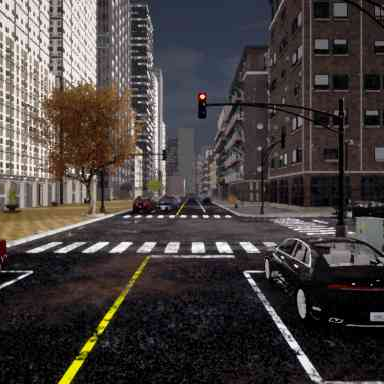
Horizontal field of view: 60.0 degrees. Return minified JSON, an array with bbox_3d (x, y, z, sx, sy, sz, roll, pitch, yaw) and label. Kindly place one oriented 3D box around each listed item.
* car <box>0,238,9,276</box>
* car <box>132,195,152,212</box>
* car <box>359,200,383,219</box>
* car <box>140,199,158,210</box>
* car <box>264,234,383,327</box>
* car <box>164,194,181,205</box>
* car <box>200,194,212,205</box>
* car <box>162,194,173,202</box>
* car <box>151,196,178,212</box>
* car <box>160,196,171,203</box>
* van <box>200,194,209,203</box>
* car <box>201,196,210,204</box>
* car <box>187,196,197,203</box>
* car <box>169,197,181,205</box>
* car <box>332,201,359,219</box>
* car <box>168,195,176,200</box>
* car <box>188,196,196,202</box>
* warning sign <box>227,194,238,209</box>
[{"bbox_3d":[-5.695,1.545,6.942,1.887,1.381,4.507,0,0,0],"label":"car"},{"bbox_3d":[-5.709,1.336,39.330,2.192,1.841,5.009,0,0,0],"label":"car"},{"bbox_3d":[14.727,1.345,23.789,4.181,1.385,1.994,-1,0,-1],"label":"car"},{"bbox_3d":[-5.710,1.592,44.853,1.947,1.339,4.313,0,0,0],"label":"car"},{"bbox_3d":[2.685,1.551,6.945,2.008,1.369,4.403,0,0,0],"label":"car"},{"bbox_3d":[-3.116,1.382,48.386,2.097,1.767,4.553,0,0,0],"label":"car"},{"bbox_3d":[2.664,1.611,61.424,1.947,1.339,4.313,0,0,0],"label":"car"},{"bbox_3d":[-5.724,1.386,77.990,2.192,1.841,5.009,0,0,0],"label":"car"},{"bbox_3d":[-3.116,1.512,38.508,2.128,1.511,4.902,0,0,0],"label":"car"},{"bbox_3d":[-5.722,1.627,72.467,1.947,1.339,4.313,0,0,0],"label":"car"},{"bbox_3d":[2.659,1.402,72.471,1.690,1.788,3.998,0,0,0],"label":"van"},{"bbox_3d":[2.662,1.578,67.117,1.752,1.417,4.829,0,0,0],"label":"car"},{"bbox_3d":[0.068,1.619,68.938,1.994,1.385,4.181,0,0,0],"label":"car"},{"bbox_3d":[-3.090,1.646,61.773,1.895,1.301,4.718,0,0,0],"label":"car"},{"bbox_3d":[13.414,1.350,26.355,4.403,1.369,2.008,-1,1,-1],"label":"car"},{"bbox_3d":[-5.730,1.654,94.558,2.008,1.369,4.403,0,0,0],"label":"car"},{"bbox_3d":[-0.032,1.625,78.883,1.994,1.385,4.181,0,0,0],"label":"car"},{"bbox_3d":[5.052,1.139,41.459,1.300,1.860,1.060,0,0,0],"label":"warning sign"}]
